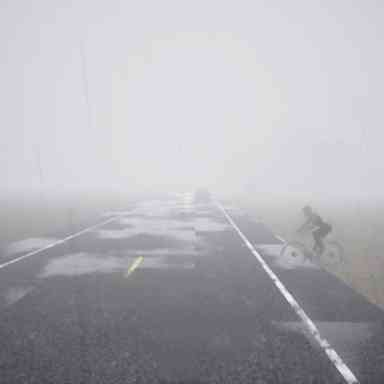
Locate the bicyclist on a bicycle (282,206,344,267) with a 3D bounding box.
[{"bbox_3d":[3.214,1.201,8.849,1.656,1.620,0.582,0,2,2],"label":"bicyclist on a bicycle"}]

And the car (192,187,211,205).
[{"bbox_3d":[1.053,0.515,34.689,2.033,1.411,5.357,0,2,1],"label":"car"}]

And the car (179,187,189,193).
[{"bbox_3d":[-1.637,-0.349,66.808,1.895,1.301,4.718,0,2,2],"label":"car"}]
